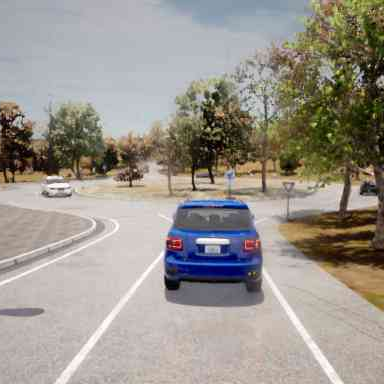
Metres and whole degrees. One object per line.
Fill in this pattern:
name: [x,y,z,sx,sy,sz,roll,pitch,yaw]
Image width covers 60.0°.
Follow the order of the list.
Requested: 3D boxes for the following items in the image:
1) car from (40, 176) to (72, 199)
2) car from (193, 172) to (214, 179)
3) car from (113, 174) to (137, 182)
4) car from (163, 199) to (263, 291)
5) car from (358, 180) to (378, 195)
car: [-14.479,-0.570,35.139,2.150,2.045,5.566,-5,7,-34]
car: [2.400,-3.484,68.075,4.181,1.385,1.994,3,6,26]
car: [-11.830,-2.569,58.937,4.181,1.385,1.994,-5,7,-42]
car: [0.580,1.202,9.168,2.150,2.045,5.566,0,0,4]
car: [19.861,-0.613,37.309,1.837,1.490,4.892,4,7,26]
